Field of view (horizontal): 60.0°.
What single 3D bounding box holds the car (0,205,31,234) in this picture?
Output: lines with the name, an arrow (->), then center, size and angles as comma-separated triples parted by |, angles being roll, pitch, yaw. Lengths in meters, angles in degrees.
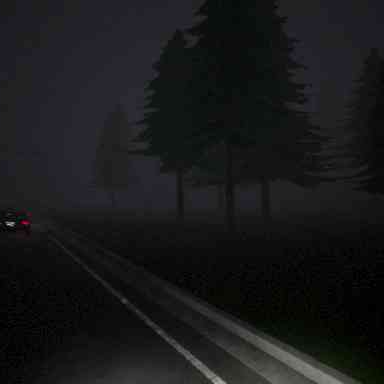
car -> -10.629, 1.720, 19.648 | 2.033, 1.411, 5.357 | -1, 0, -29

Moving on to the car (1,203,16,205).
car -> -17.481, 1.811, 31.694 | 1.812, 1.442, 4.674 | -1, 0, -30
